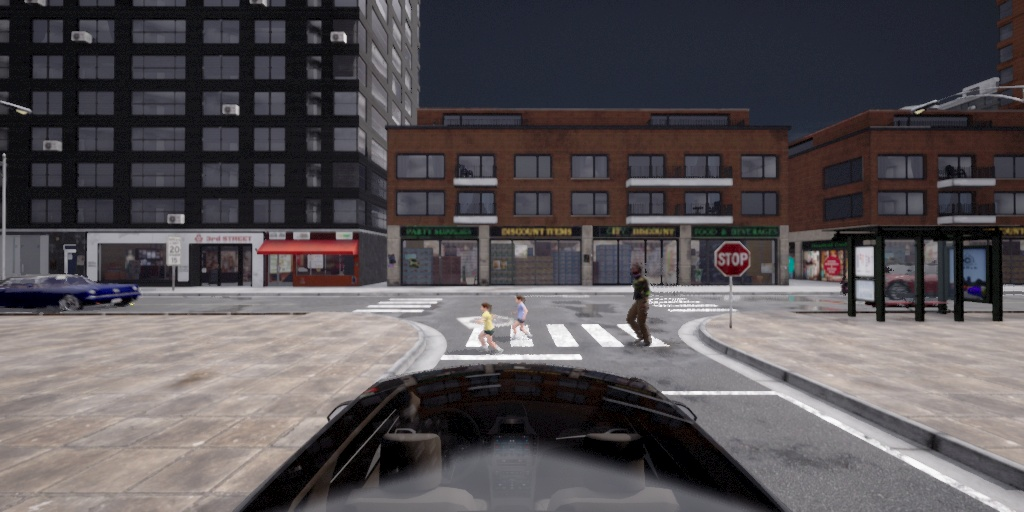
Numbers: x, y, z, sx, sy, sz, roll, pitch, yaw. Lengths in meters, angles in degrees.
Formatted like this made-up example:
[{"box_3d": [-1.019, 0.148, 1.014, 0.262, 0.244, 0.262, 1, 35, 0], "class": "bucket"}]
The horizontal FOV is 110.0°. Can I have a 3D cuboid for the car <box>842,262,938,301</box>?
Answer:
[{"box_3d": [18.059, 1.068, 16.492, 4.553, 1.767, 2.097, 0, 0, 0], "class": "car"}]

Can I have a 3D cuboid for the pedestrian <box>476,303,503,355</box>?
[{"box_3d": [-0.467, 1.422, 7.244, 0.500, 1.100, 0.500, 0, 0, 0], "class": "pedestrian"}]

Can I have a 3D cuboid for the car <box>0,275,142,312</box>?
[{"box_3d": [-16.996, 1.362, 13.398, 4.718, 1.301, 1.895, 0, 0, 0], "class": "car"}]

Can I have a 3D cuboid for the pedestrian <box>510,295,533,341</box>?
[{"box_3d": [0.238, 1.416, 8.442, 0.500, 1.100, 0.500, 0, 0, 0], "class": "pedestrian"}]

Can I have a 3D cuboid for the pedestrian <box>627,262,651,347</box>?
[{"box_3d": [2.791, 1.042, 7.848, 0.375, 1.860, 0.375, 0, 0, 0], "class": "pedestrian"}]
